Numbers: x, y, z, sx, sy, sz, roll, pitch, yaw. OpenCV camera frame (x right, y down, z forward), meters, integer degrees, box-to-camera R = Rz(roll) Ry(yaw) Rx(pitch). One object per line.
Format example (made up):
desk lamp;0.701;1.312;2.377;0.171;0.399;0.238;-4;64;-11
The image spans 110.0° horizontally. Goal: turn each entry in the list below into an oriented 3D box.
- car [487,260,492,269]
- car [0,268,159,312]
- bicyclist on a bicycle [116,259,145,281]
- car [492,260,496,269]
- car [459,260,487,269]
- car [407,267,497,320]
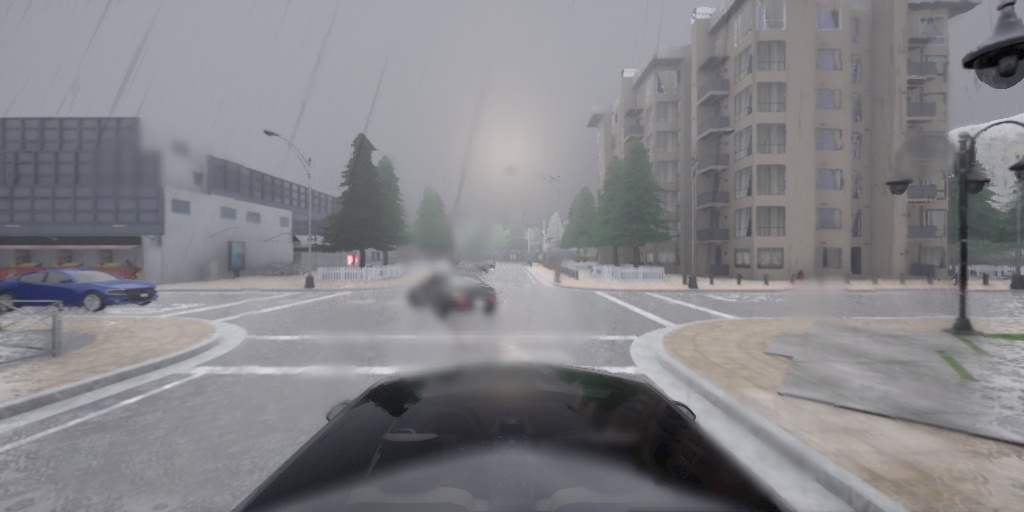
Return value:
car;-3.587;1.321;40.492;1.895;1.301;4.718;0;0;0
car;-16.290;1.202;13.480;5.008;1.535;1.882;0;0;1
bicyclist on a bicycle;-22.367;1.019;21.025;0.582;1.620;1.656;0;0;1
car;-3.494;1.256;55.528;2.033;1.411;5.357;0;0;0
car;-3.589;1.275;30.171;2.033;1.411;5.357;0;0;0
car;-2.175;1.263;12.625;1.812;1.442;4.674;1;0;-32
